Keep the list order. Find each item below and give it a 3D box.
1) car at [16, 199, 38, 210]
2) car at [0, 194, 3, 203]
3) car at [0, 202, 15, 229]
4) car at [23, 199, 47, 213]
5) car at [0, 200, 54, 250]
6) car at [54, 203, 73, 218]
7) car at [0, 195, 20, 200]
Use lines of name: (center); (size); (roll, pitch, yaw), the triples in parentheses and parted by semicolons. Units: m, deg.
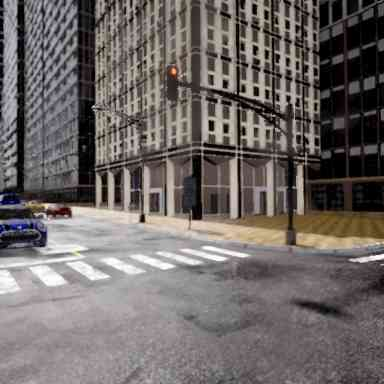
car: (-21.968, 1.672, 44.237); (1.947, 1.339, 4.313); (2, -1, -36)
car: (-44.709, 1.484, 75.971); (2.192, 1.841, 5.009); (2, -1, -36)
car: (-13.616, 1.539, 22.629); (2.128, 1.511, 4.902); (0, 0, -36)
car: (-18.816, 1.623, 39.844); (1.752, 1.417, 4.829); (2, -1, -36)
car: (-7.629, 1.384, 14.214); (2.097, 1.767, 4.553); (0, 0, -34)
car: (-12.219, 1.662, 30.637); (1.802, 1.307, 4.206); (2, -1, -36)
car: (-21.698, 1.311, 39.395); (2.150, 2.045, 5.566); (0, 0, -36)
